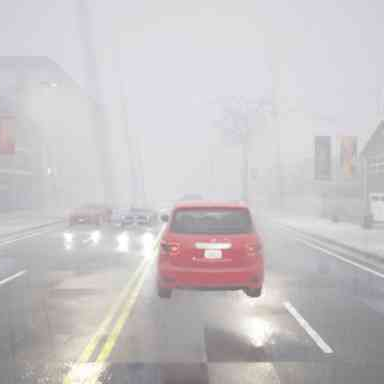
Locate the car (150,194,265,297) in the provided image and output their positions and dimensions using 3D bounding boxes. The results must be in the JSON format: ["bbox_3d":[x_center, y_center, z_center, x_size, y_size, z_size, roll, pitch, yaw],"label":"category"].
[{"bbox_3d":[0.343,1.202,8.656,2.150,2.045,5.566,0,0,-1],"label":"car"}]

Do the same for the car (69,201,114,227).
[{"bbox_3d":[-6.547,1.396,22.035,1.882,1.535,5.008,0,0,-1],"label":"car"}]

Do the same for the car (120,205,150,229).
[{"bbox_3d":[-3.289,1.536,21.326,1.895,1.301,4.718,0,0,-1],"label":"car"}]
